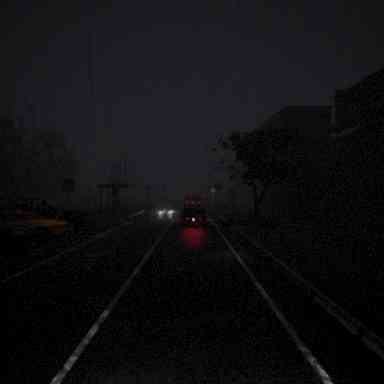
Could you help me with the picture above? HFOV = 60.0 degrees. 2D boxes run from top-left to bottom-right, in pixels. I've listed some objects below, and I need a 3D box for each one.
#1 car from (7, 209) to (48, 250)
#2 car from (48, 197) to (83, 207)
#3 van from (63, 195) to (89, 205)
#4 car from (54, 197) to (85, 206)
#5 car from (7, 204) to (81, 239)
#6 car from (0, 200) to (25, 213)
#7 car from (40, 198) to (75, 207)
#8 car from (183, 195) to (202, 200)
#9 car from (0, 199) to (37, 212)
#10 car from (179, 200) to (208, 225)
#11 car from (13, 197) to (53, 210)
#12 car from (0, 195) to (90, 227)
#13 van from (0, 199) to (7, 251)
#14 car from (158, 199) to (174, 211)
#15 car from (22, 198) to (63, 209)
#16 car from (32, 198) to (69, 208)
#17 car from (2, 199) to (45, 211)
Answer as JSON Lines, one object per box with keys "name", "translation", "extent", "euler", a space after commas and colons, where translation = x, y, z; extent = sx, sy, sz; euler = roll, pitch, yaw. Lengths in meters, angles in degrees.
{"name": "car", "translation": [-8.977, 1.607, 14.065], "extent": [4.674, 1.452, 2.002], "euler": [0, 0, 0]}
{"name": "car", "translation": [-21.919, 1.689, 57.642], "extent": [5.366, 1.575, 1.946], "euler": [0, 0, 0]}
{"name": "van", "translation": [-21.995, 1.485, 63.193], "extent": [4.442, 1.987, 1.878], "euler": [0, 0, 0]}
{"name": "car", "translation": [-22.138, 1.731, 60.419], "extent": [4.792, 1.488, 2.163], "euler": [0, 0, 0]}
{"name": "car", "translation": [-8.793, 1.571, 16.868], "extent": [5.366, 1.575, 1.946], "euler": [0, 0, 0]}
{"name": "car", "translation": [-22.080, 1.672, 38.214], "extent": [4.674, 1.452, 2.002], "euler": [0, 0, 0]}
{"name": "car", "translation": [-22.131, 1.712, 54.867], "extent": [4.792, 1.488, 2.163], "euler": [0, 0, 0]}
{"name": "car", "translation": [0.111, 1.354, 41.389], "extent": [2.150, 2.045, 5.566], "euler": [0, -1, 0]}
{"name": "car", "translation": [-22.081, 1.640, 40.991], "extent": [5.008, 1.535, 2.097], "euler": [0, 0, 0]}
{"name": "car", "translation": [0.105, 1.616, 24.844], "extent": [1.837, 1.490, 4.892], "euler": [0, 0, 0]}
{"name": "car", "translation": [-22.124, 1.531, 46.542], "extent": [4.553, 1.767, 2.185], "euler": [0, 0, 0]}
{"name": "car", "translation": [-8.953, 1.330, 19.672], "extent": [5.566, 2.045, 2.435], "euler": [0, 0, 0]}
{"name": "van", "translation": [-9.088, 1.334, 11.262], "extent": [4.442, 1.987, 1.878], "euler": [0, 0, 0]}
{"name": "car", "translation": [-3.330, 1.680, 43.738], "extent": [2.033, 1.411, 5.357], "euler": [0, 0, 0]}
{"name": "car", "translation": [-22.102, 1.665, 49.318], "extent": [5.008, 1.535, 2.097], "euler": [0, 0, 0]}
{"name": "car", "translation": [-22.093, 1.675, 52.093], "extent": [4.892, 1.521, 2.231], "euler": [0, 0, 0]}
{"name": "car", "translation": [-22.087, 1.688, 43.766], "extent": [4.674, 1.452, 2.002], "euler": [0, 0, 0]}
